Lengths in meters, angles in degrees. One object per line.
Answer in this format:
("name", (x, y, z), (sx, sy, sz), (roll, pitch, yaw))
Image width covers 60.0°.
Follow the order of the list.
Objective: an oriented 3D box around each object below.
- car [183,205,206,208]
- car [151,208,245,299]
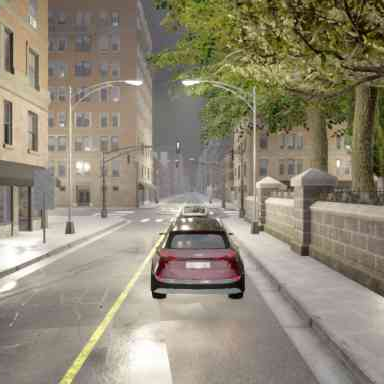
("car", (0.135, 1.503, 18.295), (1.837, 1.490, 4.892), (0, 0, 0))
("car", (0.117, 1.430, 8.448), (2.033, 1.649, 4.856), (0, 0, 0))
